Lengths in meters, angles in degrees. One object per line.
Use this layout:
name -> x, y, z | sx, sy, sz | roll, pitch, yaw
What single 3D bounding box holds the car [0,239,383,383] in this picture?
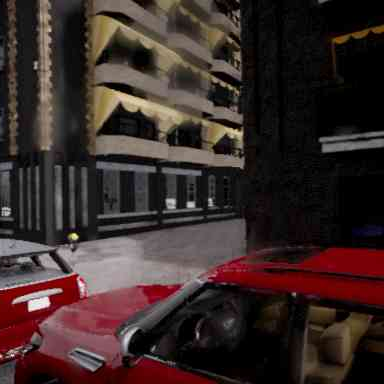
car -> 0.847, 1.319, 2.291 | 5.009, 1.841, 2.192 | -1, -1, 36
